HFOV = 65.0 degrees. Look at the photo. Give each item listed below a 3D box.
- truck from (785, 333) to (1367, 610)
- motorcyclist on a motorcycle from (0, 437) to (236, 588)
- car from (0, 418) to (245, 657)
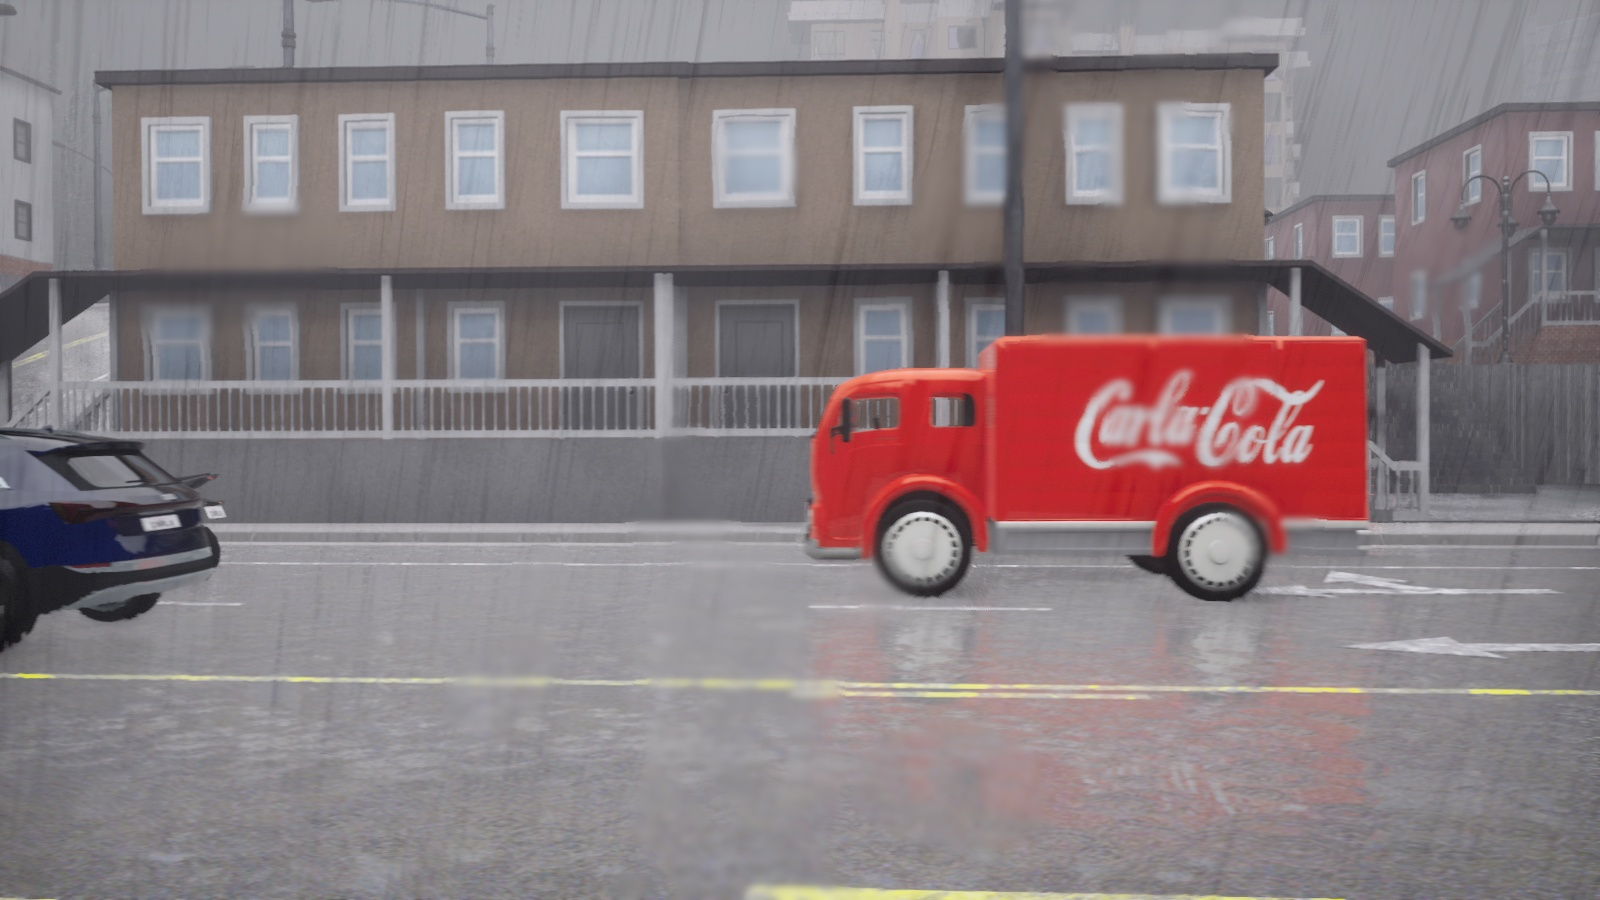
[{"bbox_3d":[2.548,0.162,12.702,5.204,2.467,2.627,0,1,4],"label":"truck"},{"bbox_3d":[-7.278,0.632,13.348,2.191,1.530,0.866,0,1,5],"label":"motorcyclist on a motorcycle"},{"bbox_3d":[-7.234,0.579,9.872,4.856,1.649,2.033,0,1,4],"label":"car"}]
